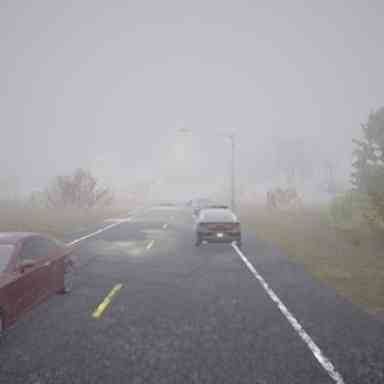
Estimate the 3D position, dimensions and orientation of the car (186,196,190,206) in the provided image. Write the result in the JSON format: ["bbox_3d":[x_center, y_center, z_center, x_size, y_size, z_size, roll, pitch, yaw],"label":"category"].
[{"bbox_3d":[0.018,1.485,50.304,1.895,1.301,4.718,0,0,0],"label":"car"}]

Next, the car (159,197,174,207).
[{"bbox_3d":[-3.569,1.457,47.817,1.994,1.385,4.181,0,0,0],"label":"car"}]

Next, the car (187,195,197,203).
[{"bbox_3d":[0.003,1.376,65.374,2.033,1.411,5.357,0,0,0],"label":"car"}]

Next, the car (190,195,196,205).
[{"bbox_3d":[1.054,1.295,30.951,2.097,1.767,4.553,0,0,0],"label":"car"}]

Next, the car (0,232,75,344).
[{"bbox_3d":[-3.599,1.519,6.030,1.812,1.442,4.674,0,0,0],"label":"car"}]

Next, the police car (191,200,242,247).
[{"bbox_3d":[1.052,1.405,15.088,1.930,1.638,5.238,0,0,0],"label":"police car"}]

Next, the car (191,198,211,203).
[{"bbox_3d":[1.053,1.465,24.980,1.837,1.490,4.892,0,0,0],"label":"car"}]
